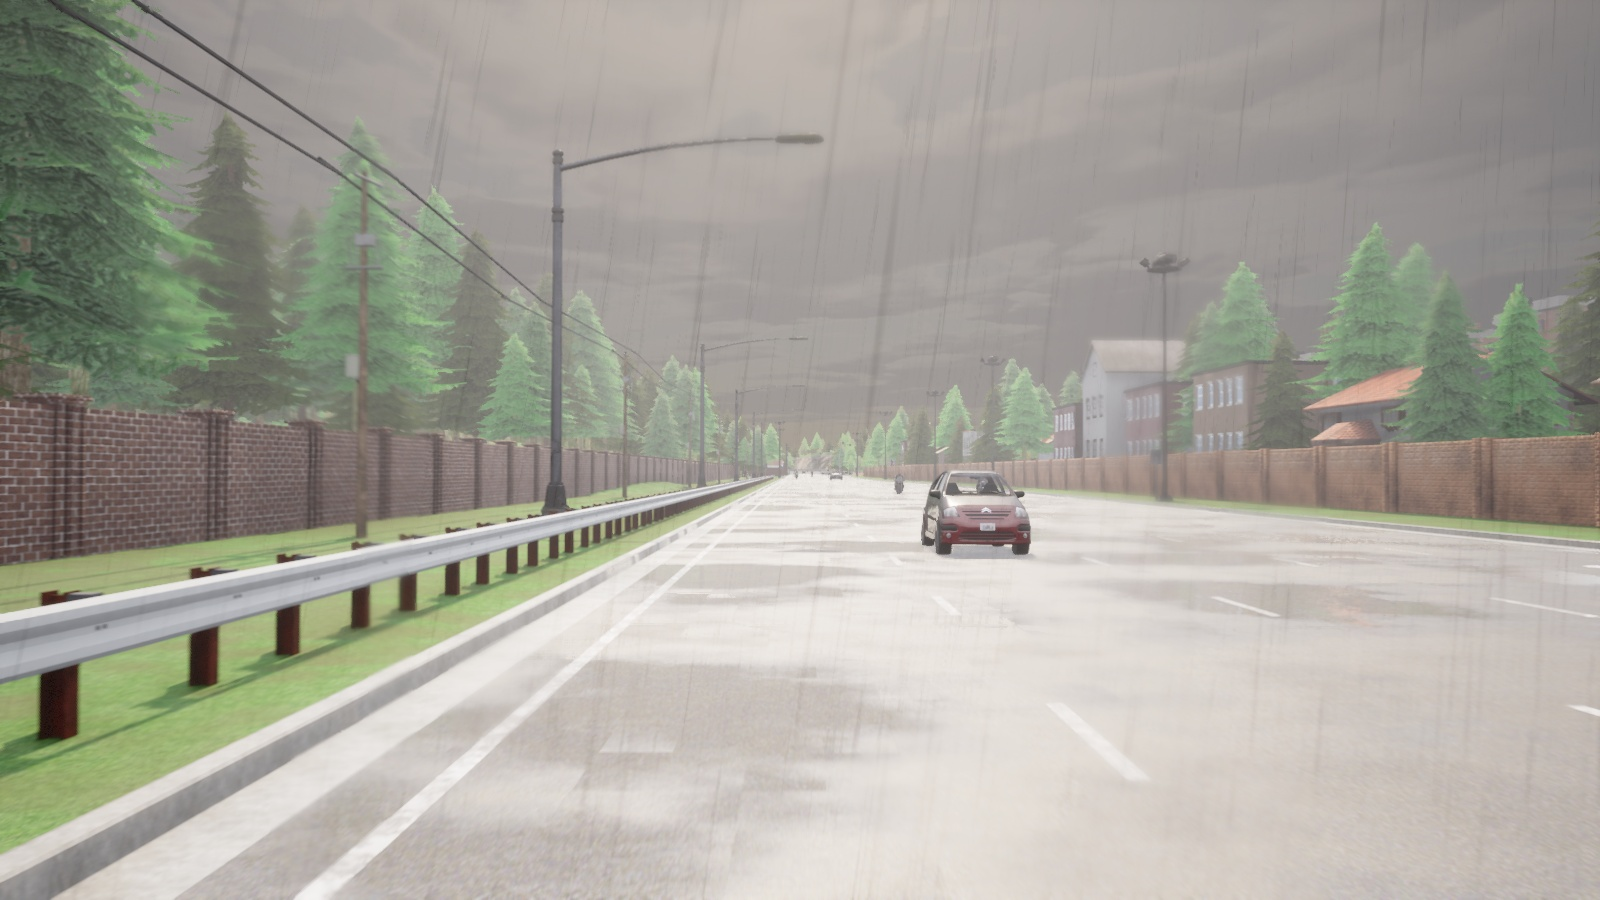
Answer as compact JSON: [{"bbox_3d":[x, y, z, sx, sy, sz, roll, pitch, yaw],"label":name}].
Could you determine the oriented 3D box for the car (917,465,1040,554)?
[{"bbox_3d":[3.438,1.116,24.896,1.851,1.617,3.988,0,-1,0],"label":"car"}]
